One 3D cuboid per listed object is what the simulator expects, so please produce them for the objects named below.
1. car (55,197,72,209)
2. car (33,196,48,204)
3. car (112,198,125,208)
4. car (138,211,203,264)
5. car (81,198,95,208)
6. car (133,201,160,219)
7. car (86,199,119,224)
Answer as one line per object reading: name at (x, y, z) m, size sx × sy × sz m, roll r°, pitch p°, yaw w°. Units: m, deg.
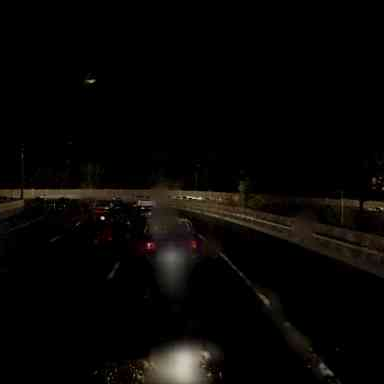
car at (-17.165, 1.501, 44.395) m, size 1.837 × 1.490 × 4.892 m, roll 0°, pitch 0°, yaw -24°
car at (-29.425, 1.536, 64.474) m, size 2.128 × 1.511 × 4.902 m, roll 0°, pitch 0°, yaw -39°
car at (-10.835, 1.529, 47.321) m, size 1.994 × 1.385 × 4.181 m, roll 0°, pitch 0°, yaw -24°
car at (-0.831, 1.584, 11.853) m, size 1.895 × 1.301 × 4.718 m, roll 0°, pitch 0°, yaw -6°
car at (-14.407, 1.506, 46.743) m, size 1.812 × 1.442 × 4.674 m, roll 0°, pitch 0°, yaw -25°
car at (-3.831, 1.460, 28.059) m, size 2.128 × 1.511 × 4.902 m, roll 0°, pitch 0°, yaw -14°
car at (-6.568, 1.490, 24.684) m, size 1.837 × 1.490 × 4.892 m, roll 0°, pitch 0°, yaw -13°
